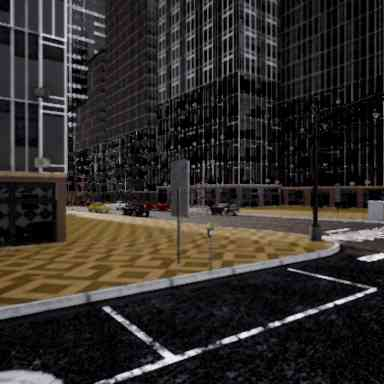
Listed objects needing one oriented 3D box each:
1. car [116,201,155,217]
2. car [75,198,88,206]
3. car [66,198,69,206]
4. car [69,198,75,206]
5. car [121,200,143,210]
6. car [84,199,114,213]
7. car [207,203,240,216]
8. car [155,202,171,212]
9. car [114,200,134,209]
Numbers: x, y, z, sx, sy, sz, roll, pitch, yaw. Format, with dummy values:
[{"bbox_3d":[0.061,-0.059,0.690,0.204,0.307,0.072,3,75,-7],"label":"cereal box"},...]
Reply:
[{"bbox_3d":[-6.273,1.994,36.773,1.947,1.339,4.313,-1,0,-36],"label":"car"},{"bbox_3d":[-23.343,2.267,73.322,2.192,1.841,5.009,-1,0,-36],"label":"car"},{"bbox_3d":[-30.022,2.427,82.432,2.192,1.841,5.009,-1,0,-36],"label":"car"},{"bbox_3d":[-26.677,2.614,77.876,1.802,1.307,4.206,-1,0,-36],"label":"car"},{"bbox_3d":[-9.982,2.079,55.100,1.967,1.590,4.097,-1,0,-36],"label":"car"},{"bbox_3d":[-12.852,2.105,45.746,1.752,1.417,4.829,-1,0,-36],"label":"car"},{"bbox_3d":[3.379,1.882,36.880,2.008,1.369,4.403,-1,0,-36],"label":"car"},{"bbox_3d":[-3.299,2.066,45.990,1.802,1.307,4.206,-1,0,-36],"label":"car"},{"bbox_3d":[-11.644,2.164,53.273,1.812,1.442,4.674,0,-1,-36],"label":"car"}]
